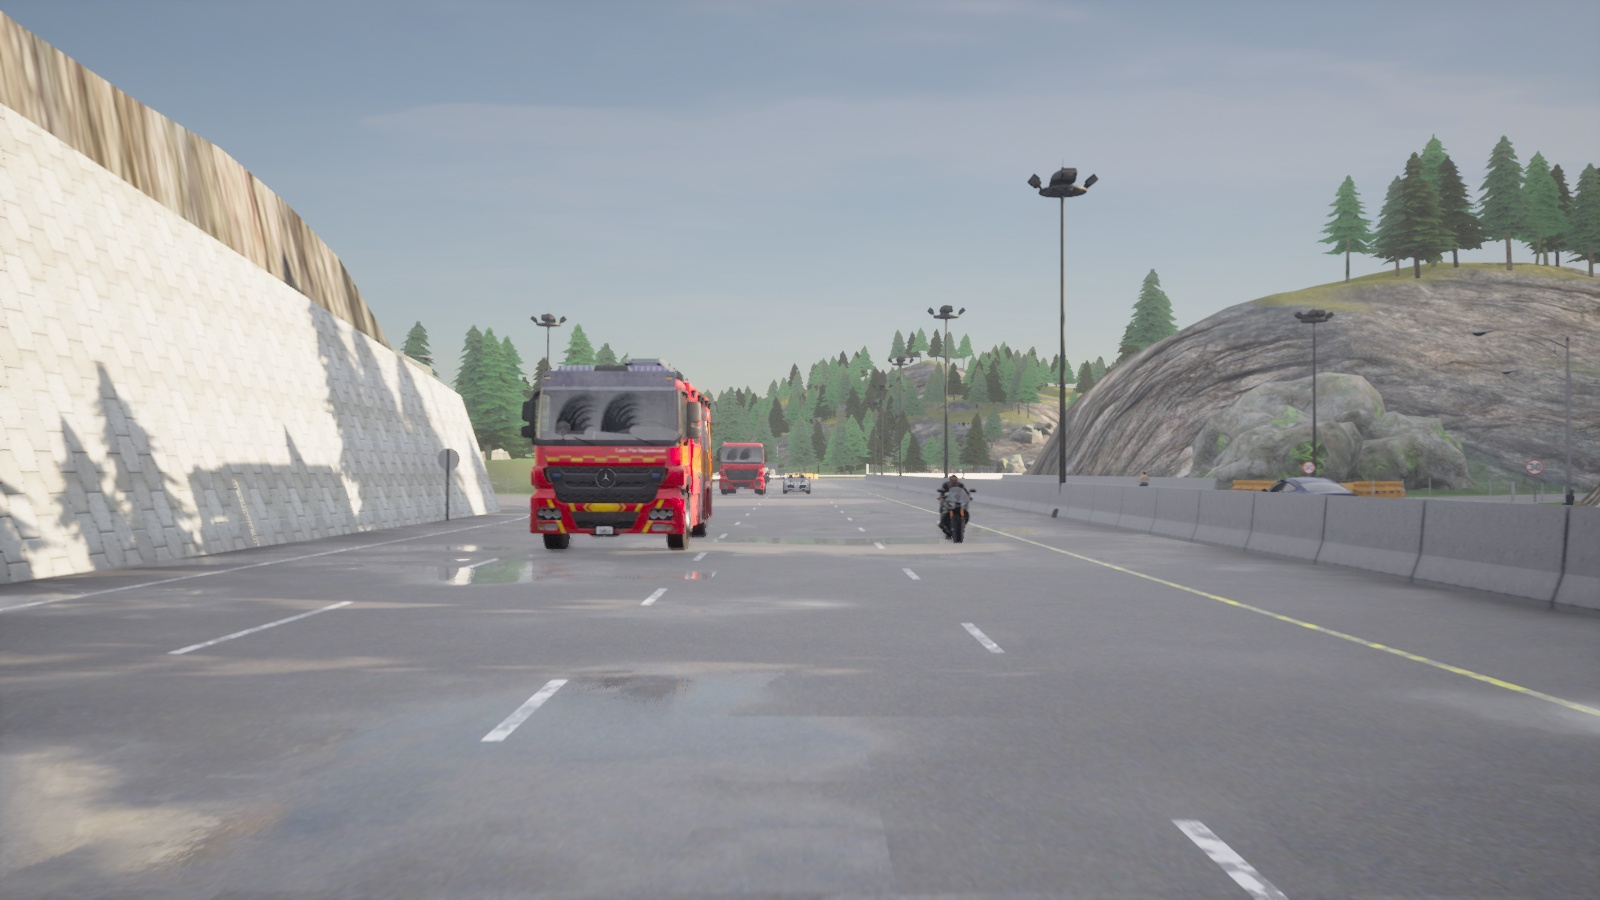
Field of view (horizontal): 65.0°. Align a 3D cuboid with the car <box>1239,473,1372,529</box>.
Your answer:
[{"bbox_3d":[13.915,1.369,34.884,1.812,1.442,4.674,0,-1,0],"label":"car"}]

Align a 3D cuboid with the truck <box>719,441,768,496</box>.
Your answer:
[{"bbox_3d":[-3.707,1.248,83.632,2.891,3.462,7.936,0,-1,0],"label":"truck"}]

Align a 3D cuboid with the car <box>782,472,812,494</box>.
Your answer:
[{"bbox_3d":[-0.209,2.222,86.055,1.970,1.475,3.806,0,-1,0],"label":"car"}]

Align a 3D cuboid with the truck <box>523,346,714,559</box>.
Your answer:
[{"bbox_3d":[-3.570,0.115,26.895,2.891,3.827,8.468,0,-1,0],"label":"truck"}]

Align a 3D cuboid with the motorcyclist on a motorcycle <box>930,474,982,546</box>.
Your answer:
[{"bbox_3d":[3.432,1.302,27.855,0.866,1.530,2.191,0,-1,0],"label":"motorcyclist on a motorcycle"}]
